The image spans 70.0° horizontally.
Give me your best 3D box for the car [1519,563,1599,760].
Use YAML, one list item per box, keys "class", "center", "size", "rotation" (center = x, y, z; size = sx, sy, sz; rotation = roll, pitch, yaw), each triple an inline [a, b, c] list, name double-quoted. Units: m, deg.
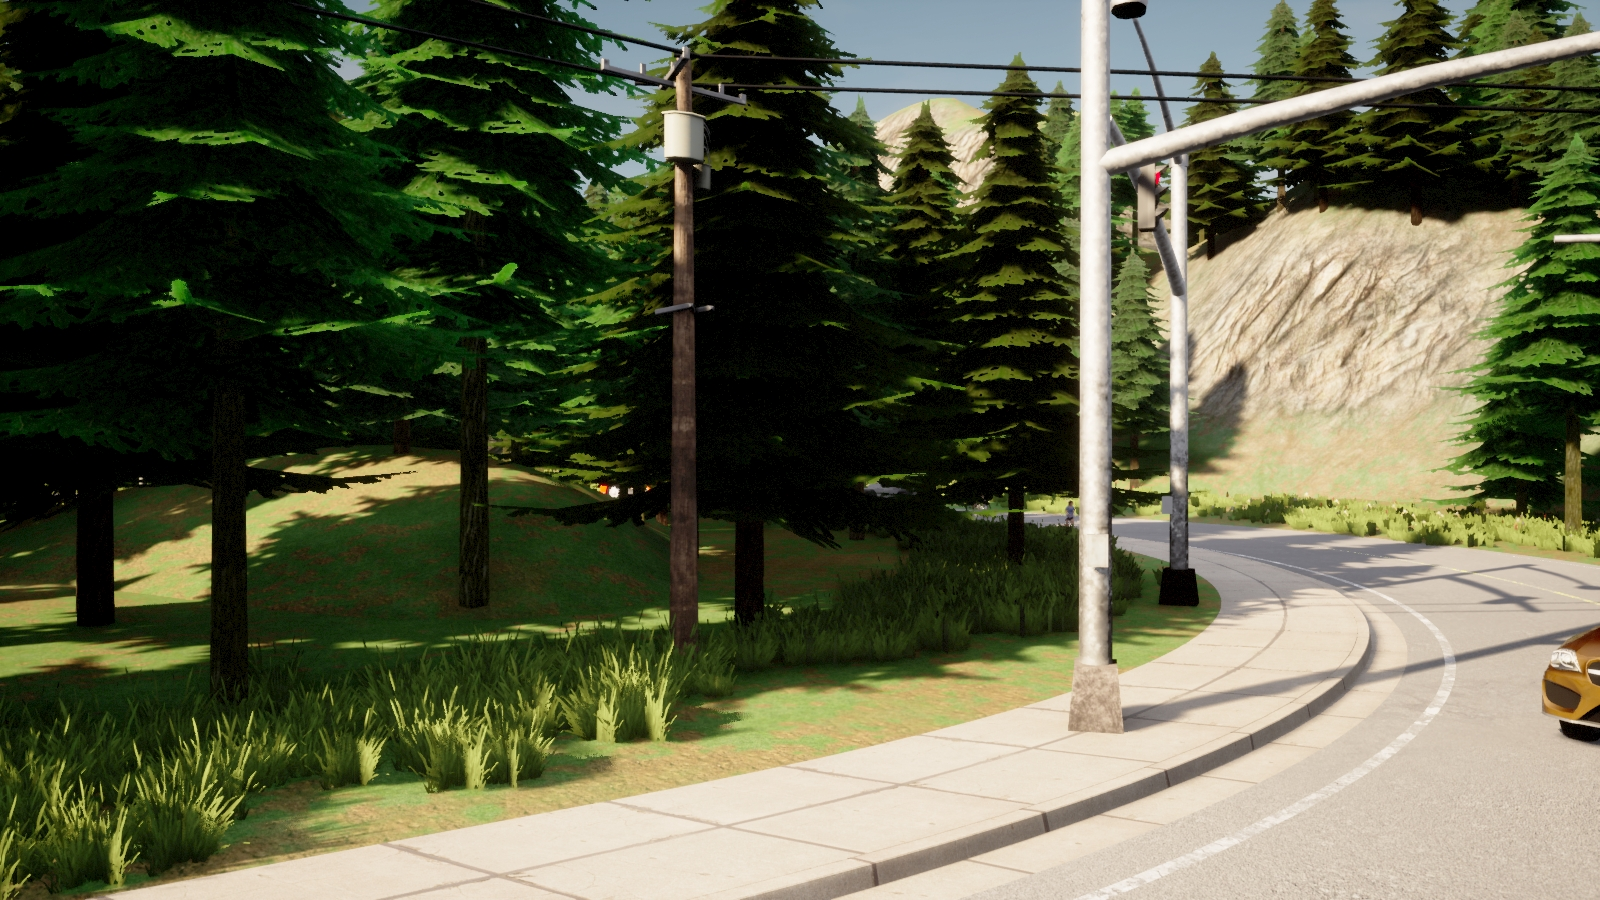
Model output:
- class: "car"
  center: [9.577, 1.970, 11.147]
  size: [5.027, 1.651, 2.152]
  rotation: [0, 0, -29]
